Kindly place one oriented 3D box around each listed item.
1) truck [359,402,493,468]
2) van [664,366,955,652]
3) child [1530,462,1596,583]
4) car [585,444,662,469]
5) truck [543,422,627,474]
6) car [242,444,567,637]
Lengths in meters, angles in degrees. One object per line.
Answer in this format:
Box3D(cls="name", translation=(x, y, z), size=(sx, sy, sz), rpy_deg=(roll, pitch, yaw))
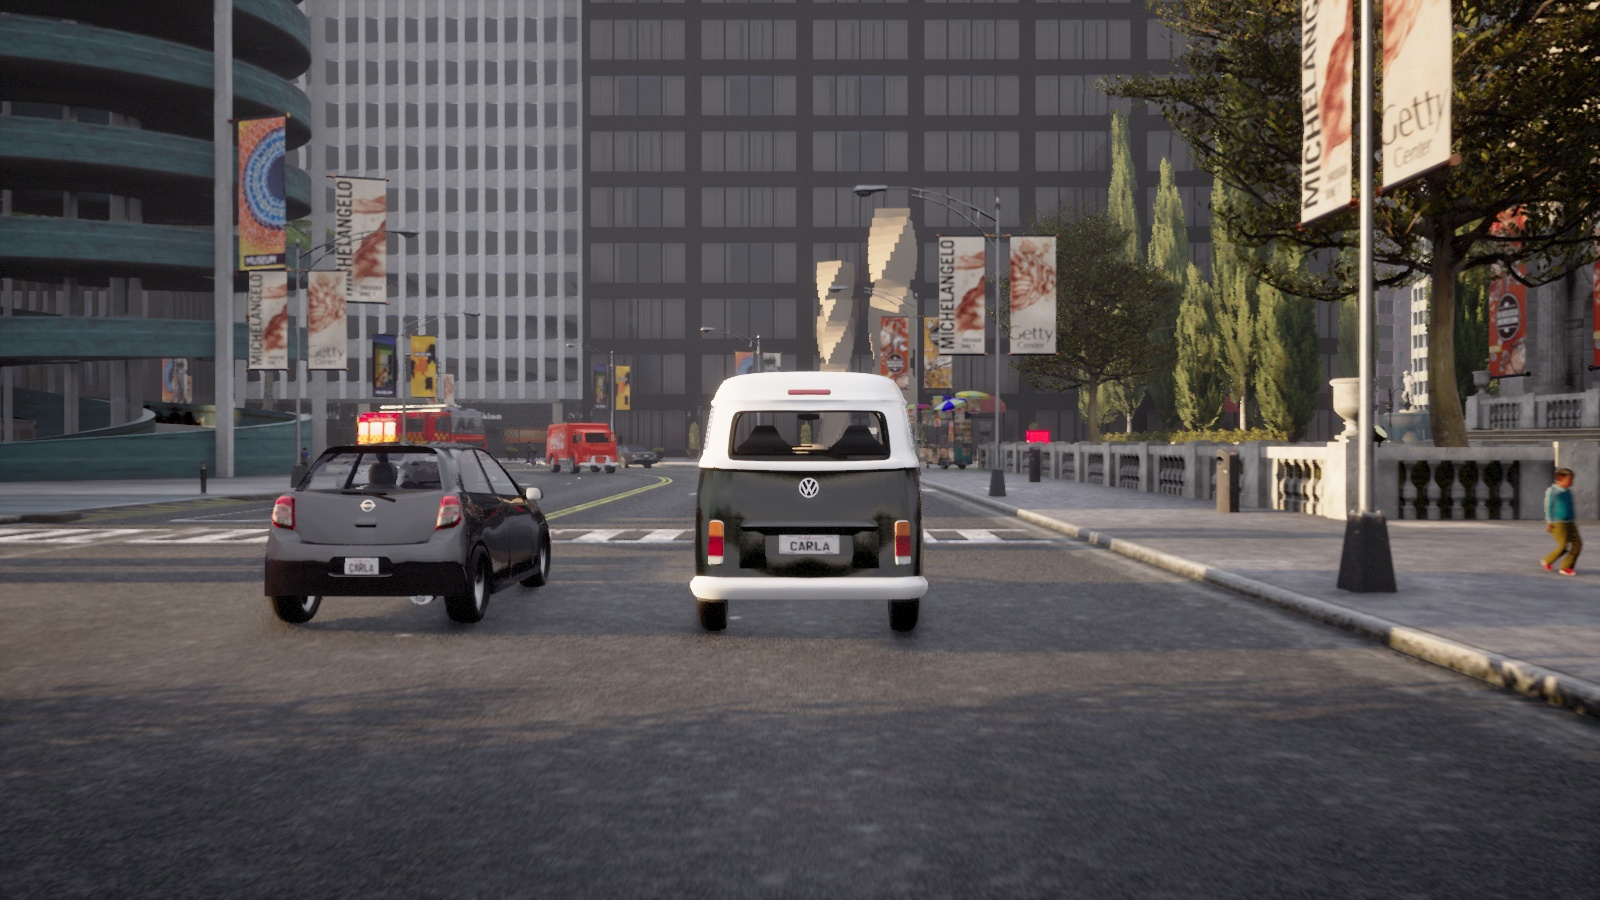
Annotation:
Box3D(cls="truck", translation=(-22.733, -0.866, 76.134), size=(8.468, 3.827, 2.891), rpy_deg=(0, 0, 32))
Box3D(cls="van", translation=(0.078, 0.407, 11.189), size=(2.069, 2.038, 4.480), rpy_deg=(0, 0, 0))
Box3D(cls="child", translation=(7.694, 0.718, 12.661), size=(0.343, 1.192, 0.448), rpy_deg=(0, 0, -24))
Box3D(cls="car", translation=(-10.506, 0.366, 74.391), size=(2.033, 1.411, 5.357), rpy_deg=(0, 0, -39))
Box3D(cls="truck", translation=(-10.671, -0.098, 61.954), size=(2.627, 2.467, 5.204), rpy_deg=(0, 0, -28))
Box3D(cls="car", translation=(-3.419, 0.692, 11.602), size=(1.845, 1.501, 3.633), rpy_deg=(0, 0, 0))
